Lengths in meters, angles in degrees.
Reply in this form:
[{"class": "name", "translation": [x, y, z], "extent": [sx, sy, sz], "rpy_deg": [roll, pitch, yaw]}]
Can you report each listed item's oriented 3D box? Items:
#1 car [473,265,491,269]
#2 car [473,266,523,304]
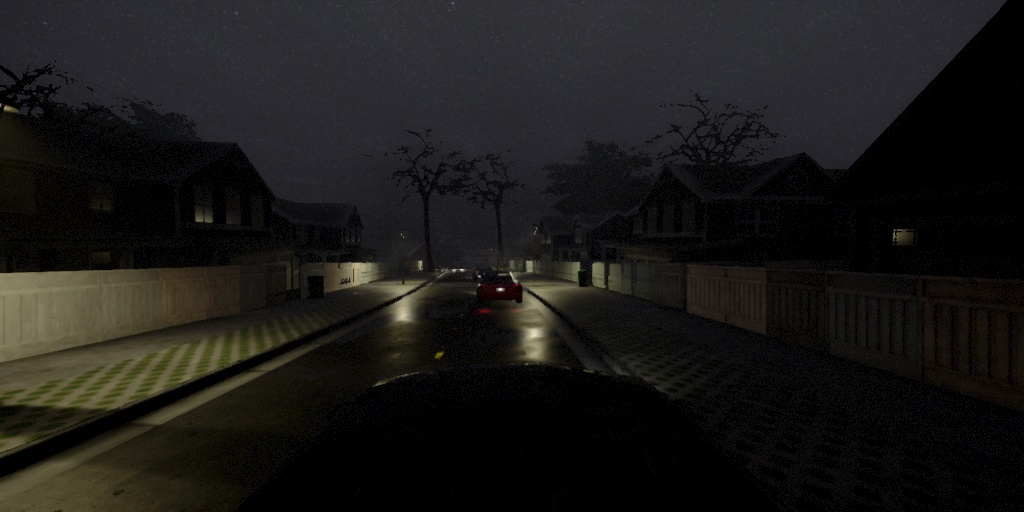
[{"class": "car", "translation": [-2.445, 1.441, 31.607], "extent": [1.994, 1.385, 4.181], "rpy_deg": [0, 0, -8]}, {"class": "car", "translation": [-0.641, 1.353, 16.628], "extent": [1.994, 1.385, 4.181], "rpy_deg": [0, 0, -5]}]
